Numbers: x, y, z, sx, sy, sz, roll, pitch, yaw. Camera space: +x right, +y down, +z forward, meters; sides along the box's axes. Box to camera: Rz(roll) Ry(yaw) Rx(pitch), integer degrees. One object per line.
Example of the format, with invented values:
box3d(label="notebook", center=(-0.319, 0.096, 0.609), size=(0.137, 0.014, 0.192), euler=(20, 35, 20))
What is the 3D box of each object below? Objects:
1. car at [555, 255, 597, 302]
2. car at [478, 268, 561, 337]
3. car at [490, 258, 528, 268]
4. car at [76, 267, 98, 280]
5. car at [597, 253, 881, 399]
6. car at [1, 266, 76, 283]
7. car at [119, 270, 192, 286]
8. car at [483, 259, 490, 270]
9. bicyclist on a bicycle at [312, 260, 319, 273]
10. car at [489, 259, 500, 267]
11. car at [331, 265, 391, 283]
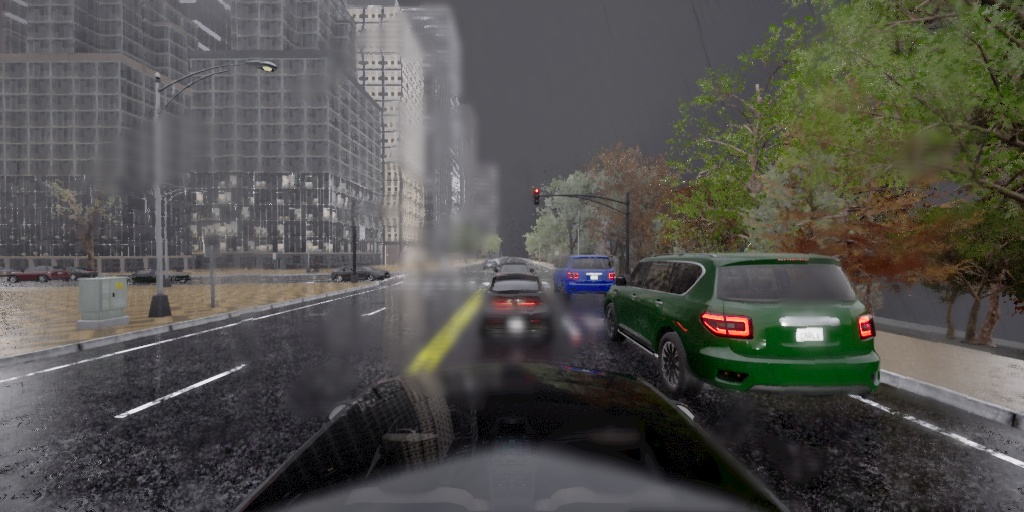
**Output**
box3d(label="car", center=(3.348, 0.969, 17.128), size=(2.150, 2.045, 5.566), euler=(0, 0, 1))
box3d(label="car", center=(0.111, 1.253, 10.238), size=(1.837, 1.490, 4.892), euler=(0, 0, 0))
box3d(label="car", center=(0.116, 1.099, 19.297), size=(2.097, 1.767, 4.553), euler=(0, 0, 0))
box3d(label="car", center=(-50.146, 1.971, 40.747), size=(4.892, 1.490, 1.837), euler=(-1, 0, 1))
box3d(label="car", center=(3.343, 0.971, 6.656), size=(2.150, 2.045, 5.566), euler=(0, 0, 1))
box3d(label="car", center=(-49.395, 1.835, 37.505), size=(4.553, 1.767, 2.097), euler=(-1, 0, 1))
box3d(label="car", center=(-30.415, 1.843, 30.726), size=(4.718, 1.301, 1.895), euler=(-1, 0, 0))
box3d(label="car", center=(-3.228, 1.233, 53.629), size=(2.128, 1.511, 4.902), euler=(0, 0, 0))
box3d(label="bicyclist on a bicycle", center=(-24.557, 1.328, 44.776), size=(0.582, 1.620, 1.656), euler=(-1, 1, 0))
box3d(label="car", center=(-3.170, 1.265, 65.001), size=(1.812, 1.442, 4.674), euler=(0, 0, 0))
box3d(label="car", center=(-12.626, 1.444, 30.007), size=(4.892, 1.490, 1.837), euler=(-2, 0, 10))
